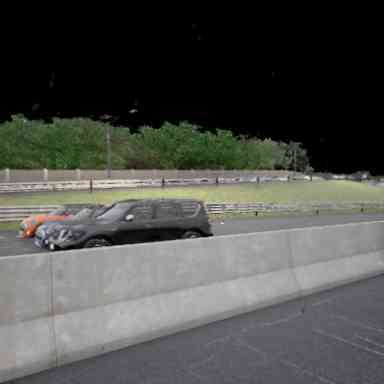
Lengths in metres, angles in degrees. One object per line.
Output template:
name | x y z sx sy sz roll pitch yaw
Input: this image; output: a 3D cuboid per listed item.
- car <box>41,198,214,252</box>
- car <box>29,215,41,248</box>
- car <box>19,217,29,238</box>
car | -1.820 1.244 11.296 5.566 2.045 2.150 0 0 -36
car | -4.070 1.373 13.991 4.553 1.767 2.097 0 0 -36
car | -6.140 1.373 16.814 4.553 1.767 2.097 0 0 -36
